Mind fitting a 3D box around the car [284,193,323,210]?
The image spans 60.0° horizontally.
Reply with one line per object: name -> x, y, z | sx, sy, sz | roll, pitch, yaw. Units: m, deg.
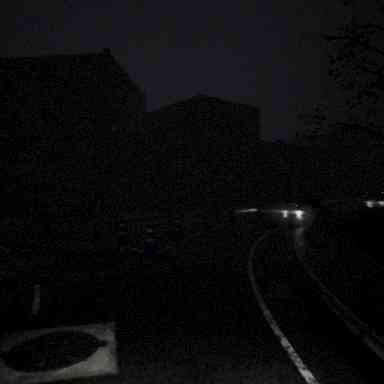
car -> 10.955, 0.872, 32.421 | 4.892, 1.490, 1.837 | -3, 2, -40

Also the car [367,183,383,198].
car -> 25.736, -0.283, 44.850 | 5.566, 2.045, 2.150 | 1, -1, -40
